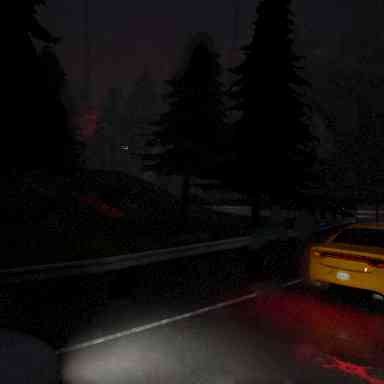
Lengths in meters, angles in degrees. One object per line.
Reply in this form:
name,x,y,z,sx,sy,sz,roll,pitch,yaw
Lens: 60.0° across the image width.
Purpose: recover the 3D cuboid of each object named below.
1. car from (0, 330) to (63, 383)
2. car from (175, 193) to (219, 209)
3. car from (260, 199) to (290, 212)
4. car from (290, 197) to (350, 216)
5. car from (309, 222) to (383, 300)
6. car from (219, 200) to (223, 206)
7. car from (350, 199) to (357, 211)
car,-3.144,1.526,1.752,4.674,1.442,1.812,0,0,-35
car,0.746,1.187,49.804,5.566,2.045,2.150,0,0,35
car,9.860,1.566,39.312,4.181,1.385,1.994,0,0,34
car,12.692,1.511,33.132,4.892,1.490,1.837,0,0,34
car,4.779,1.478,8.097,5.008,1.535,1.882,0,0,-42
car,2.592,1.456,52.786,4.902,1.511,2.128,0,0,35
car,16.874,1.568,38.753,4.181,1.385,1.994,0,0,34
